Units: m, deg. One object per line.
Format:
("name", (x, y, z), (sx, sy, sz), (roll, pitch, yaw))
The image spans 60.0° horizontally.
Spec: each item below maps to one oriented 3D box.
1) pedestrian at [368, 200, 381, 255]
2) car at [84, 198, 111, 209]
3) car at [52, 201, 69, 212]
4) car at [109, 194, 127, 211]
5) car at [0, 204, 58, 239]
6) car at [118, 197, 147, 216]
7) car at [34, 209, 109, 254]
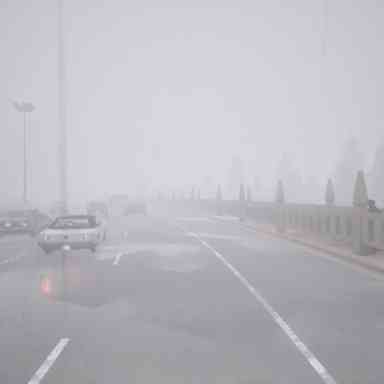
("pedestrian", (6.040, 1.138, 11.158), (0.375, 1.860, 0.375), (-1, 1, -7))
("car", (-9.060, 1.548, 31.573), (1.837, 1.490, 4.892), (0, -1, -18))
("car", (-13.861, 1.615, 34.679), (2.033, 1.411, 5.357), (0, 0, -22))
("car", (-9.554, 1.284, 42.477), (2.150, 2.045, 5.566), (0, 0, -25))
("car", (-8.879, 1.569, 17.680), (2.033, 1.411, 5.357), (0, 0, -11))
("car", (-5.743, 1.514, 32.708), (1.882, 1.535, 5.008), (0, 0, -18))
("car", (-4.644, 1.610, 13.639), (1.895, 1.301, 4.718), (0, 0, -8))
